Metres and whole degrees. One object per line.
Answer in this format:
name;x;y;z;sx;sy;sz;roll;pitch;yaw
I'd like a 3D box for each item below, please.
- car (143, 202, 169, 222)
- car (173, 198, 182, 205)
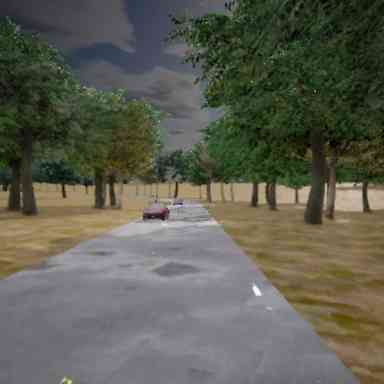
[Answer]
car;-3.090;1.697;28.902;1.882;1.535;5.008;0;0;0
car;-2.981;2.036;69.983;2.033;1.411;5.357;0;0;0
